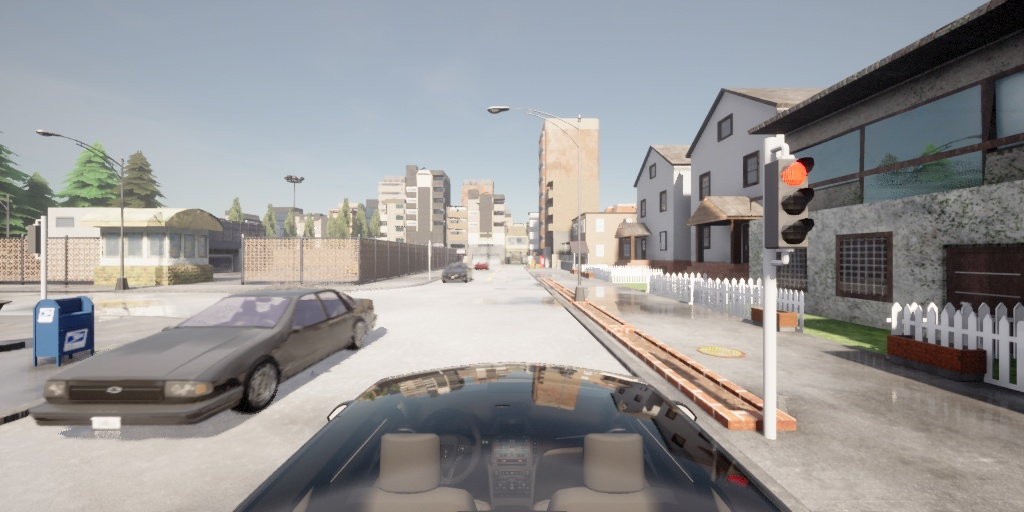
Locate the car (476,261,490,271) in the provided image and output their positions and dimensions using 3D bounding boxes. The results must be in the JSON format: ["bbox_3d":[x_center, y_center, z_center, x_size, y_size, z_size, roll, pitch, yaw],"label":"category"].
[{"bbox_3d":[-4.099,1.351,49.198,1.895,1.301,4.718,0,0,0],"label":"car"}]

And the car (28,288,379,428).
[{"bbox_3d":[-4.102,1.298,6.285,2.033,1.411,5.357,0,0,0],"label":"car"}]

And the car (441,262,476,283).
[{"bbox_3d":[-4.128,1.254,27.545,1.837,1.490,4.892,0,0,1],"label":"car"}]
